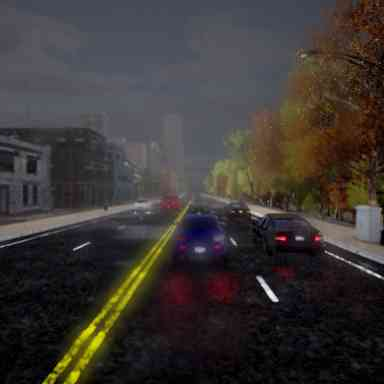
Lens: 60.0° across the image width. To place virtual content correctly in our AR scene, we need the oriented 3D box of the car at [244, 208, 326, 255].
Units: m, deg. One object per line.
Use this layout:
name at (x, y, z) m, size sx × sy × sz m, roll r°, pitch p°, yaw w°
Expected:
car at (3.576, 1.577, 13.320) m, size 2.033 × 1.411 × 5.357 m, roll 0°, pitch 0°, yaw 1°

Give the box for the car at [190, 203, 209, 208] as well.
car at (0.700, 1.666, 31.975) m, size 1.895 × 1.301 × 4.718 m, roll 0°, pitch 0°, yaw 1°

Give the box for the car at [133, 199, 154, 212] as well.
car at (-5.832, 1.604, 39.958) m, size 1.812 × 1.442 × 4.674 m, roll 0°, pitch 0°, yaw 1°

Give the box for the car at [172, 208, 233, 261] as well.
car at (0.290, 1.550, 12.204) m, size 1.812 × 1.442 × 4.674 m, roll 0°, pitch 0°, yaw 1°

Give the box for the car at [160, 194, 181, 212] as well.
car at (-2.573, 1.305, 40.388) m, size 2.150 × 2.045 × 5.566 m, roll 0°, pitch 0°, yaw 1°

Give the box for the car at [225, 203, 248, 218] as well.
car at (3.876, 1.608, 28.498) m, size 2.033 × 1.411 × 5.357 m, roll 0°, pitch 0°, yaw 1°
